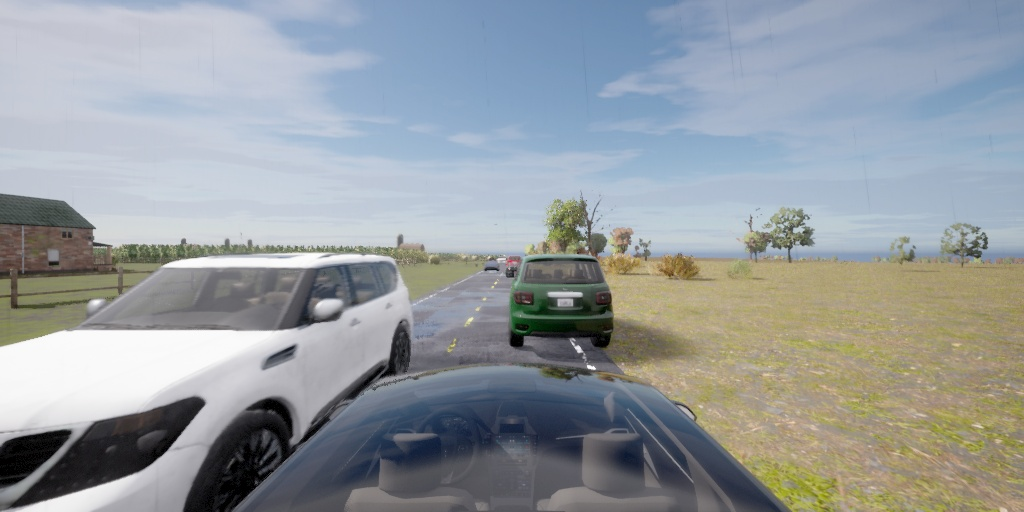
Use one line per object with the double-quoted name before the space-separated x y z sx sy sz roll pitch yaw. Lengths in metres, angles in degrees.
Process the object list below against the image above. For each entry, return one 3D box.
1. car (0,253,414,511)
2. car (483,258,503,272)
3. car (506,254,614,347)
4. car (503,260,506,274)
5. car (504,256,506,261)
"car" -2.826 0.971 4.218 2.150 2.045 5.566 0 0 0
"car" -2.534 1.289 45.613 2.033 1.411 5.357 0 0 0
"car" 1.025 0.973 9.442 2.150 2.045 5.566 0 0 0
"car" 0.348 1.344 38.481 1.895 1.301 4.718 0 0 1
"car" 0.373 0.963 48.796 2.150 2.045 5.566 0 0 1
